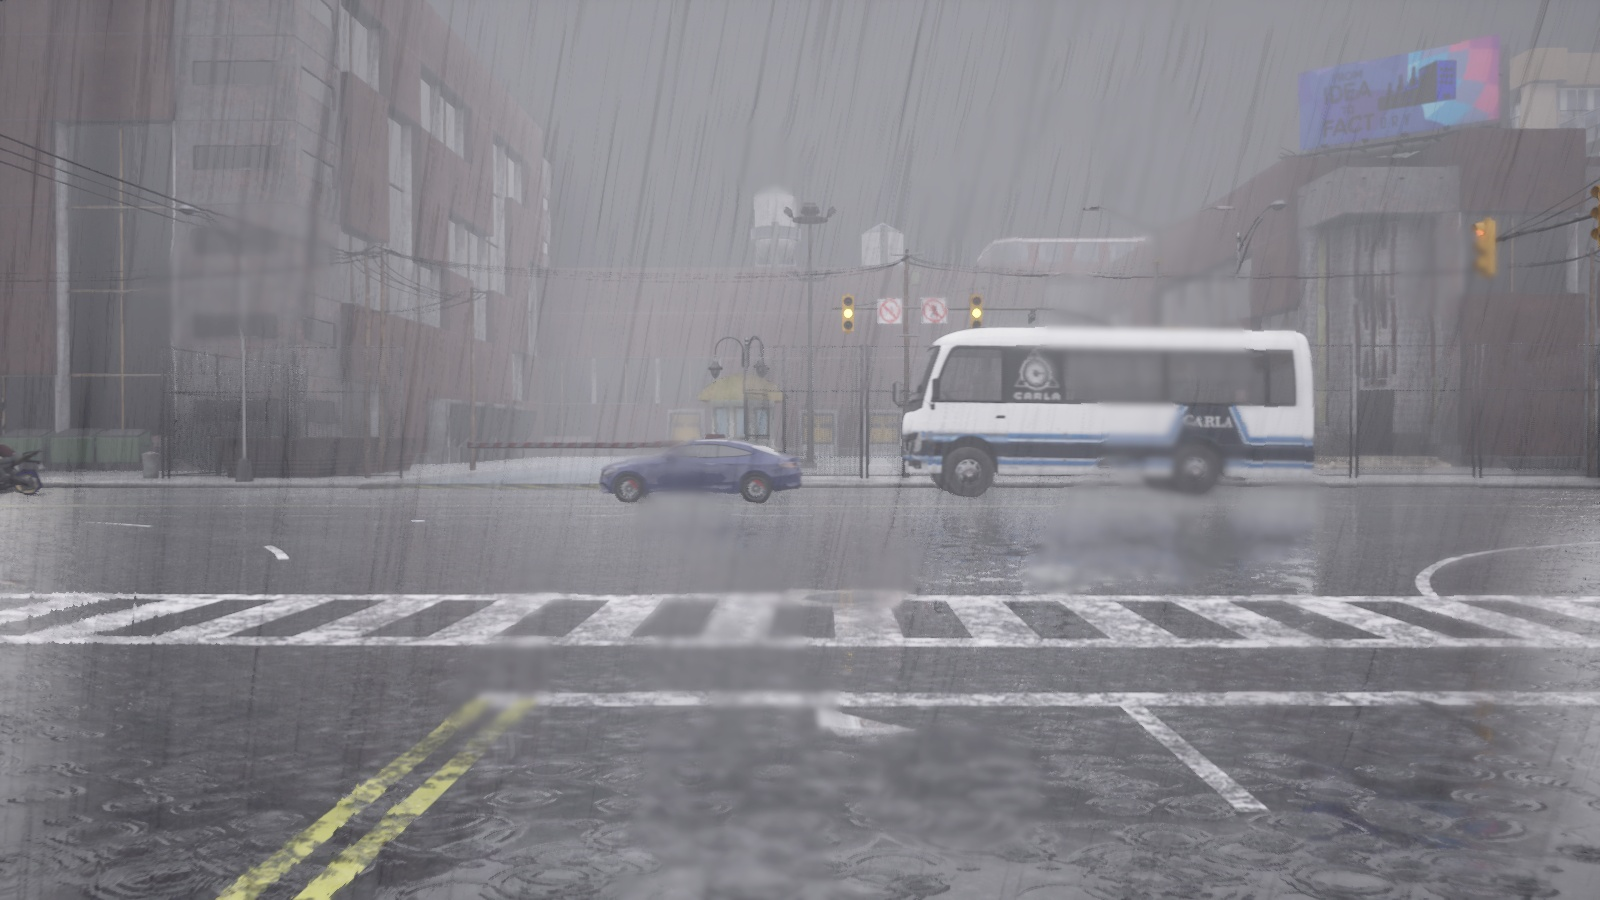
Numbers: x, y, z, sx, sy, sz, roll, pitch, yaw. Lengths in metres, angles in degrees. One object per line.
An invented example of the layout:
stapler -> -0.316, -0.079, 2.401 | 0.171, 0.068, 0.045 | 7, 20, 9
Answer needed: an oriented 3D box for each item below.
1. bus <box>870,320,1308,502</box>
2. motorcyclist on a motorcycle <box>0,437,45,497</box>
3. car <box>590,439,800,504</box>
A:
bus -> 7.087, -0.955, 32.276 | 10.273, 4.253, 3.944 | 1, 0, 0
motorcyclist on a motorcycle -> -20.859, 0.433, 32.405 | 2.191, 1.530, 0.866 | 0, 1, -10
car -> -2.338, 0.474, 28.867 | 4.674, 1.442, 1.812 | 0, 1, 1
